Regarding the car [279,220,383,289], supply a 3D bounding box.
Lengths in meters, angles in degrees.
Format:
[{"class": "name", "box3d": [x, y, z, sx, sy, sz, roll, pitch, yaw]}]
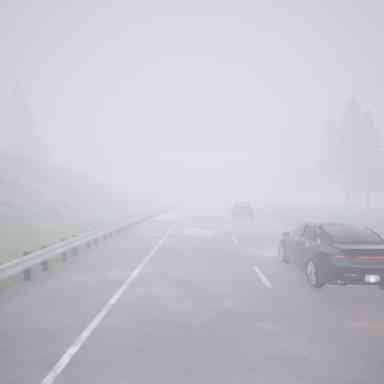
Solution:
[{"class": "car", "box3d": [3.786, 1.554, 9.302, 1.837, 1.490, 4.892, 0, 0, 1]}]

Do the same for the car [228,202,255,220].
[{"class": "car", "box3d": [4.312, 1.632, 29.354, 2.128, 1.511, 4.902, 0, 0, 2]}]
